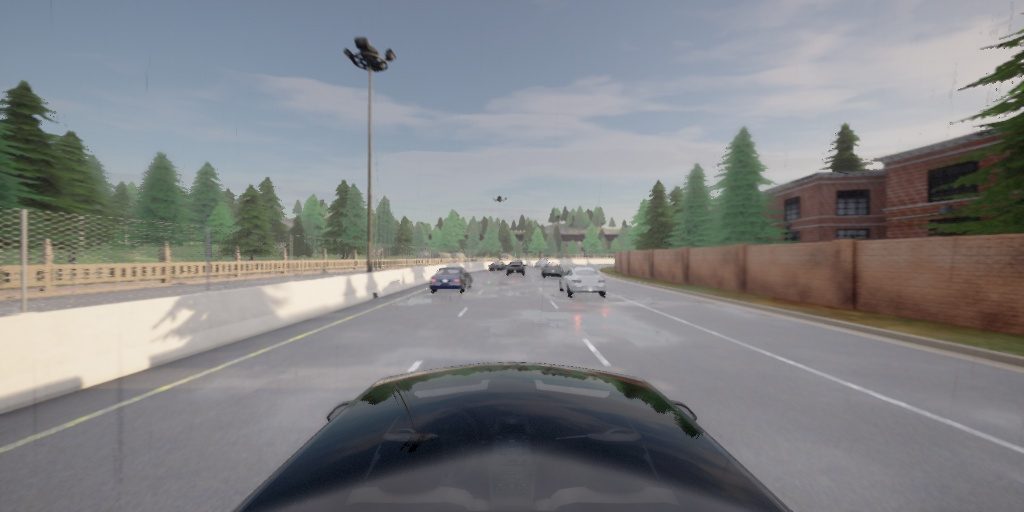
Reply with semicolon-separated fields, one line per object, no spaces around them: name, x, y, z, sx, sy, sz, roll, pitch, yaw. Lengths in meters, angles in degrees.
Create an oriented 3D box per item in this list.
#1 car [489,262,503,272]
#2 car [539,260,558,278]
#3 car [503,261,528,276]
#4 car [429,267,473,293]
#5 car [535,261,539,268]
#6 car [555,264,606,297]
car;-1.636;1.396;47.685;1.895;1.301;4.718;0;0;11
car;3.905;1.348;35.025;1.994;1.385;4.181;0;0;4
car;0.544;1.291;38.344;1.837;1.490;4.892;-1;0;6
car;-3.404;1.316;20.741;2.033;1.411;5.357;0;0;0
car;5.415;1.335;60.941;1.812;1.442;4.674;-1;0;22
car;3.595;1.293;18.745;1.812;1.442;4.674;0;0;0
